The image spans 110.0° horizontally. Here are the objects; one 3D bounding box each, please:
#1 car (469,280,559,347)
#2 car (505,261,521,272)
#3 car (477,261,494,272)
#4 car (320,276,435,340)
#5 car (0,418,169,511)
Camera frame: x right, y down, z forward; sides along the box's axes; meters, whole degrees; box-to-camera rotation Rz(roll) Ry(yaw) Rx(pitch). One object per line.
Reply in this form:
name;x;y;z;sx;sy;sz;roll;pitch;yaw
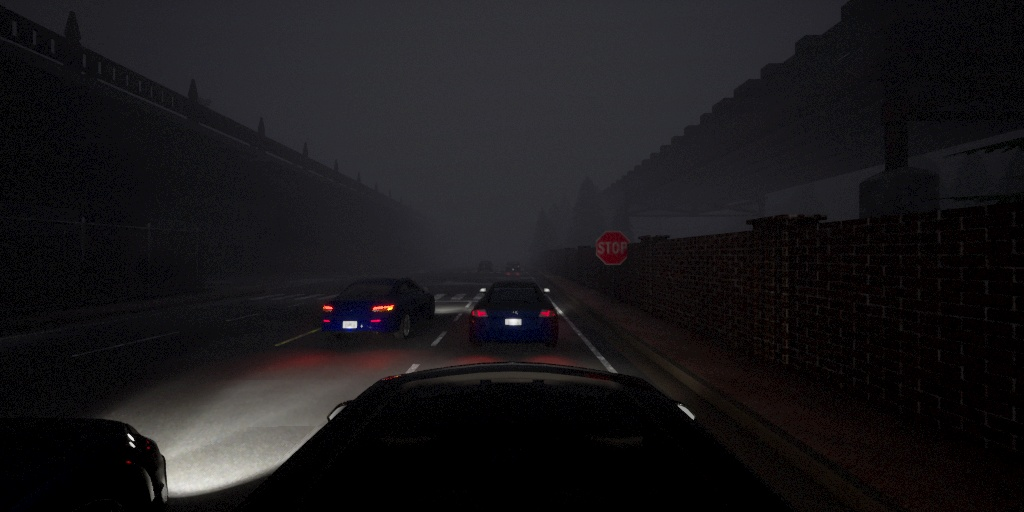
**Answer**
car;0.070;1.314;9.315;1.994;1.385;4.181;0;0;1
car;0.104;1.351;46.131;1.895;1.301;4.718;0;0;-1
car;-3.391;1.297;45.963;2.033;1.411;5.357;0;0;-1
car;-3.412;1.276;9.838;1.812;1.442;4.674;0;0;0
car;-3.399;1.314;0.742;1.994;1.385;4.181;0;0;0
